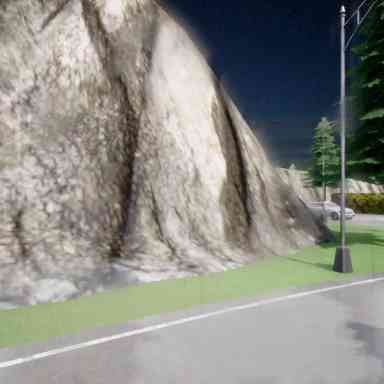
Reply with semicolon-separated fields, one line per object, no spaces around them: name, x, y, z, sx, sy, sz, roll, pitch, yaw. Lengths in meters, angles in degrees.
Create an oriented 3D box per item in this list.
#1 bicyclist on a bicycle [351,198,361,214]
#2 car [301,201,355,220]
bicyclist on a bicycle;16.458;1.453;33.365;1.656;1.620;0.582;0;0;-28
car;11.287;1.526;27.983;1.812;1.442;4.674;0;0;-28
